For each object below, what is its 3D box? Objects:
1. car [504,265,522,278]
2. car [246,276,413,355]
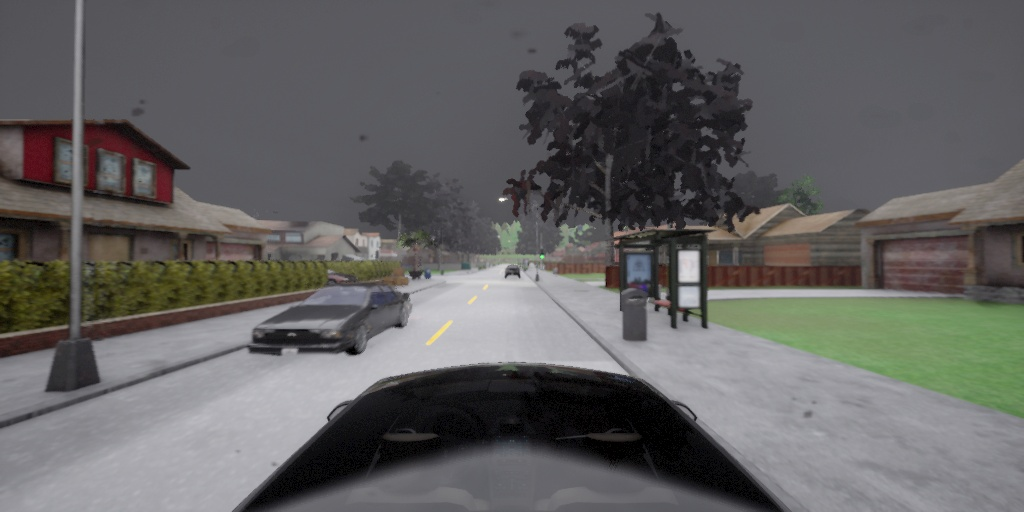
[{"bbox_3d":[0.093,1.841,43.578,1.837,1.490,4.892,0,0,0],"label":"car"},{"bbox_3d":[-4.067,1.403,9.241,2.033,1.411,5.357,0,-1,0],"label":"car"}]
